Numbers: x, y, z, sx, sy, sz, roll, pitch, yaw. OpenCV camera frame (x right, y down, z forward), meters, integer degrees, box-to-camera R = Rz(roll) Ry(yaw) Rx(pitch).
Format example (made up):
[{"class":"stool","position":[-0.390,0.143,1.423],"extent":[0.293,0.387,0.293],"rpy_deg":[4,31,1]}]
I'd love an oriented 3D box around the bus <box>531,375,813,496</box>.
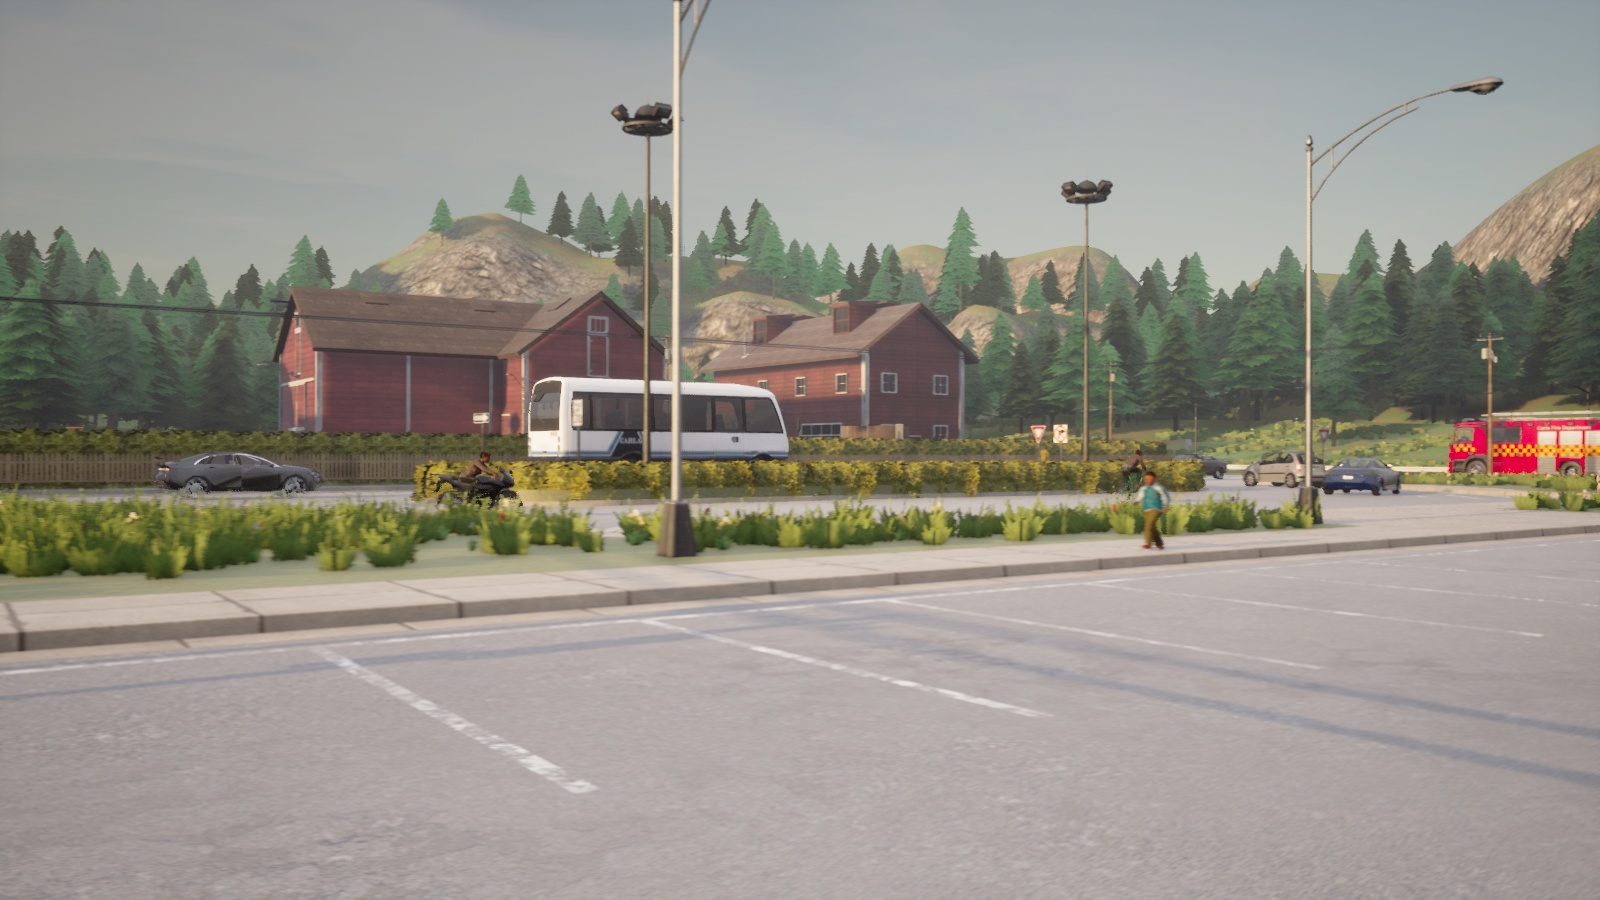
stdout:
[{"class":"bus","position":[-4.827,-0.502,48.775],"extent":[10.273,4.253,3.944],"rpy_deg":[0,0,-34]}]

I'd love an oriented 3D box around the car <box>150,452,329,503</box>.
[{"class":"car","position":[-17.809,0.837,39.971],"extent":[4.902,1.511,2.128],"rpy_deg":[0,0,-34]}]

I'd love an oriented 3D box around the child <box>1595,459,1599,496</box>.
[{"class":"child","position":[24.192,0.819,37.859],"extent":[0.394,1.110,0.255],"rpy_deg":[0,0,-42]}]

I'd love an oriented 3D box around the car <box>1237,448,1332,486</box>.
[{"class":"car","position":[21.659,0.735,56.259],"extent":[1.851,1.617,3.988],"rpy_deg":[0,0,-19]}]

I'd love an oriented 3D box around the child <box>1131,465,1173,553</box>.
[{"class":"child","position":[4.876,0.813,17.390],"extent":[0.448,1.192,0.343],"rpy_deg":[0,0,-36]}]

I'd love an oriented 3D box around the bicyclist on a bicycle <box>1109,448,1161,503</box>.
[{"class":"bicyclist on a bicycle","position":[10.159,0.770,38.038],"extent":[1.656,1.620,0.582],"rpy_deg":[0,0,-34]}]

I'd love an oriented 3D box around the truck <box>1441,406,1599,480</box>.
[{"class":"truck","position":[40.422,-0.334,69.471],"extent":[2.891,3.827,8.468],"rpy_deg":[0,0,-34]}]

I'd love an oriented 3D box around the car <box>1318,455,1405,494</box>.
[{"class":"car","position":[20.869,0.879,46.604],"extent":[1.994,1.385,4.181],"rpy_deg":[0,0,38]}]

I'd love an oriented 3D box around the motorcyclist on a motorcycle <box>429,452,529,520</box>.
[{"class":"motorcyclist on a motorcycle","position":[-7.274,0.812,28.541],"extent":[2.044,1.523,0.797],"rpy_deg":[0,-2,6]}]

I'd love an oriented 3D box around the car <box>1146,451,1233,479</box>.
[{"class":"car","position":[22.148,0.829,71.281],"extent":[4.902,1.511,2.128],"rpy_deg":[0,0,-34]}]
